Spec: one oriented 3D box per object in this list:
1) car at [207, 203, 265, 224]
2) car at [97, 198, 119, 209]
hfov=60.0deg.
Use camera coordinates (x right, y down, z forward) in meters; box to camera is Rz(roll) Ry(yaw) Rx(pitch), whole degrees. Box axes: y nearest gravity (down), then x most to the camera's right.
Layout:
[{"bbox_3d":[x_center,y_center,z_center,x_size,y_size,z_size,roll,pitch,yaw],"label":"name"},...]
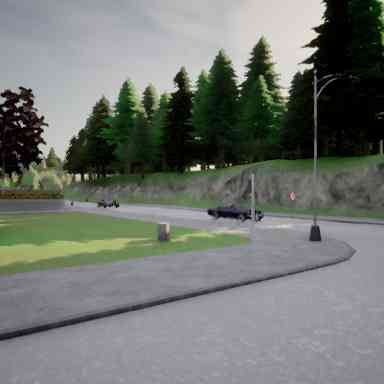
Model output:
[{"bbox_3d":[3.261,1.529,25.226,1.895,1.301,4.718,0,0,-35],"label":"car"},{"bbox_3d":[-11.634,1.494,46.114,1.994,1.385,4.181,0,0,-35],"label":"car"}]
